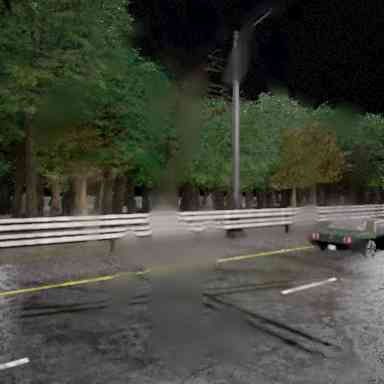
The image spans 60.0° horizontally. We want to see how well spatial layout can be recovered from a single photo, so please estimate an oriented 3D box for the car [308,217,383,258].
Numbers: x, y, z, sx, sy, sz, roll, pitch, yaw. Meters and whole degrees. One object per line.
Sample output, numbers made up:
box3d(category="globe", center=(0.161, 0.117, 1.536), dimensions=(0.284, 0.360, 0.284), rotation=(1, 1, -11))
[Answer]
box3d(category="car", center=(6.688, 1.635, 12.835), dimensions=(4.718, 1.301, 1.895), rotation=(0, 0, -35))
